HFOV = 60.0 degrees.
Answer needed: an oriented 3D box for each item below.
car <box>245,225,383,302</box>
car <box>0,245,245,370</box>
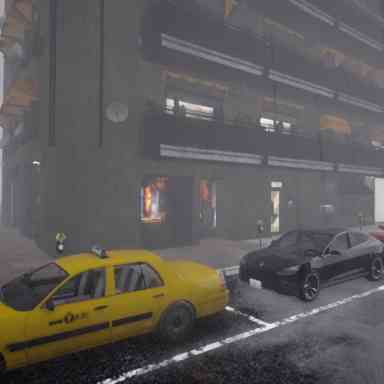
[{"bbox_3d":[3.125,1.567,8.297,4.313,1.339,1.947,0,1,-35],"label":"car"},{"bbox_3d":[-1.638,1.526,4.915,4.829,1.417,1.752,0,1,-35],"label":"car"}]
